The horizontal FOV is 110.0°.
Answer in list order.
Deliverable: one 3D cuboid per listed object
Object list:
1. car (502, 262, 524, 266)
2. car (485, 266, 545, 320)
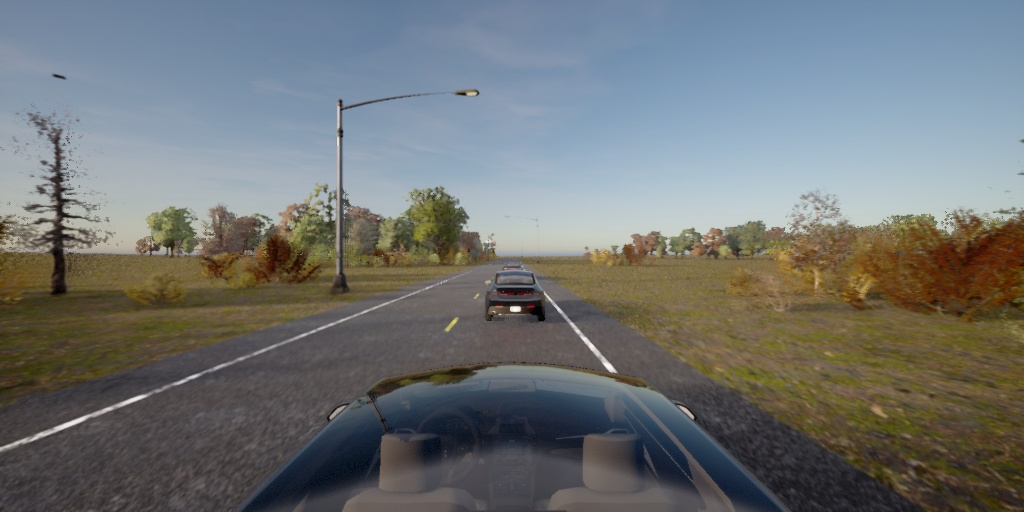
[{"bbox_3d":[0.097,1.236,31.734,2.128,1.511,4.902,0,0,0],"label":"car"},{"bbox_3d":[0.099,1.252,12.562,1.837,1.490,4.892,0,0,0],"label":"car"}]
